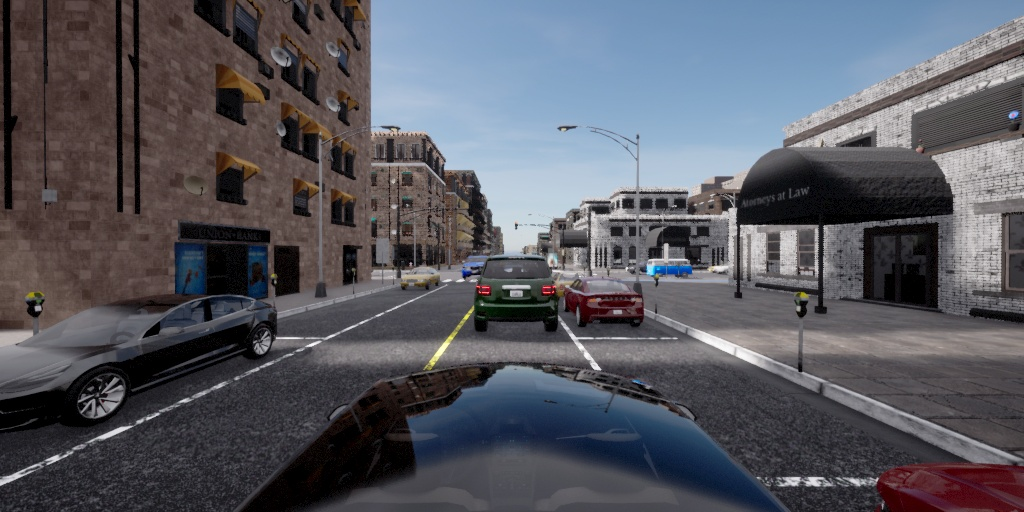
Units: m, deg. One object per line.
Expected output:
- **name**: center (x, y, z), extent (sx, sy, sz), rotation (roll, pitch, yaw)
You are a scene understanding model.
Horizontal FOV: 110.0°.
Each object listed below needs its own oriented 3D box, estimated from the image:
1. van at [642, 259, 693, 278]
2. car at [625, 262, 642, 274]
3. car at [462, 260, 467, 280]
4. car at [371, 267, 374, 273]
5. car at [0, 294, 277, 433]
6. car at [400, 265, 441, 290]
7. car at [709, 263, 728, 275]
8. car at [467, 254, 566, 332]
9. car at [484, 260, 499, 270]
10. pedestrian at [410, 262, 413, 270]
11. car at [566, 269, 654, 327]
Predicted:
- **van**: center (14.697, 1.166, 33.517), extent (3.998, 1.789, 1.690), rotation (0, 0, 0)
- **car**: center (14.975, 1.279, 39.317), extent (4.902, 1.511, 2.128), rotation (0, 0, -2)
- **car**: center (-3.059, 0.990, 31.685), extent (2.150, 2.045, 5.566), rotation (0, 0, 0)
- **car**: center (-16.436, 1.346, 35.912), extent (4.718, 1.301, 1.895), rotation (0, 0, 0)
- **car**: center (-5.686, 1.315, 5.689), extent (1.948, 1.339, 4.313), rotation (0, 0, 0)
- **car**: center (-5.664, 1.279, 22.608), extent (1.751, 1.417, 4.829), rotation (0, 0, 0)
- **car**: center (24.817, 1.414, 39.367), extent (4.718, 1.301, 1.895), rotation (0, 0, 0)
- **car**: center (0.109, 0.972, 11.042), extent (2.150, 2.045, 5.566), rotation (0, 0, 0)
- **car**: center (-3.026, 1.340, 53.822), extent (1.994, 1.385, 4.181), rotation (0, 0, 0)
- **pedestrian**: center (-12.574, 1.215, 44.671), extent (0.500, 1.100, 0.500), rotation (0, 0, 0)
- **car**: center (2.702, 1.295, 11.369), extent (1.888, 1.381, 4.507), rotation (0, 0, 0)
